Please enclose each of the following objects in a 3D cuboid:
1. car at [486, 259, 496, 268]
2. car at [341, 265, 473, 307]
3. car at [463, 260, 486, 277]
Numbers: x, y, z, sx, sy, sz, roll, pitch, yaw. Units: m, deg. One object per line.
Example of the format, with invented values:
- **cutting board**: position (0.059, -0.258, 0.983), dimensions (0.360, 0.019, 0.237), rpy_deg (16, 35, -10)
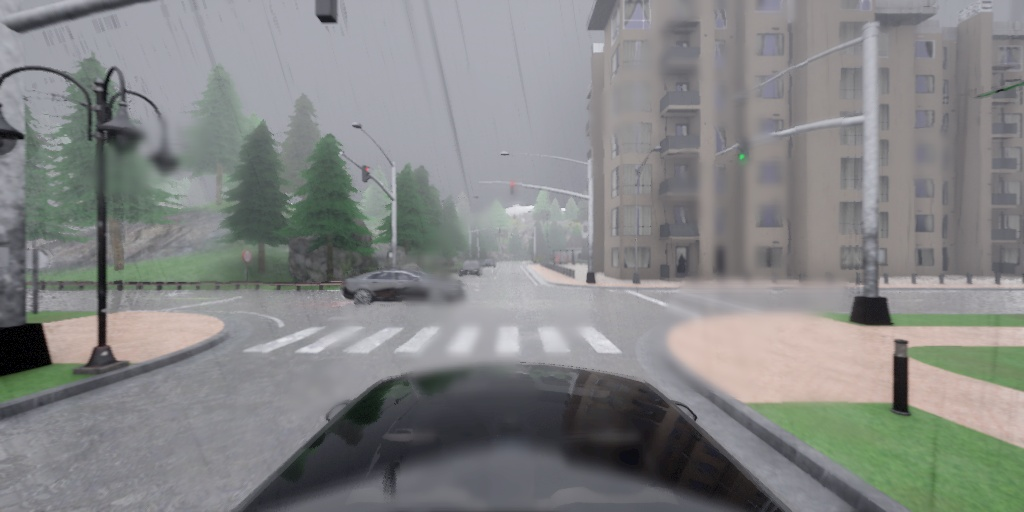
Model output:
- **car**: position (-3.513, 1.126, 55.014), dimensions (1.994, 1.385, 4.181), rpy_deg (0, 0, 1)
- **car**: position (-4.265, 1.256, 14.501), dimensions (4.902, 1.511, 2.128), rpy_deg (0, 0, 1)
- **car**: position (-3.764, 1.151, 33.679), dimensions (1.837, 1.490, 4.892), rpy_deg (0, 1, 1)
